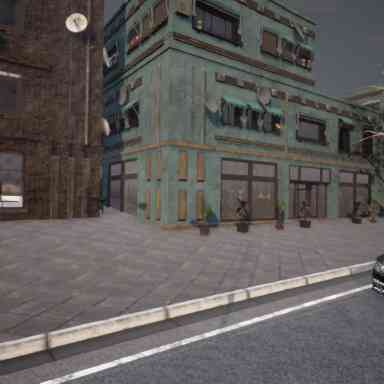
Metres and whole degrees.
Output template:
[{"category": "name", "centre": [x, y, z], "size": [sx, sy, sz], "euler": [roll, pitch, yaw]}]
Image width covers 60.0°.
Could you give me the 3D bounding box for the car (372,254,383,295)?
[{"category": "car", "centre": [6.002, 1.550, 7.550], "size": [4.902, 1.511, 2.128], "euler": [1, -1, -35]}]
